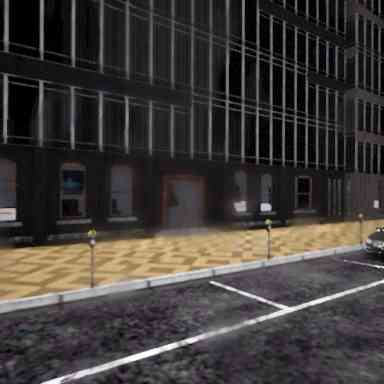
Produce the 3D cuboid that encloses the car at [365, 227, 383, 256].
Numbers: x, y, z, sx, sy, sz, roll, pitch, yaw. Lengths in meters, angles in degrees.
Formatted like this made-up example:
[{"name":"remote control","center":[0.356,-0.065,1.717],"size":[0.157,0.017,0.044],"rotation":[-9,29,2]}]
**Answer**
[{"name":"car","center":[8.167,1.670,12.394],"size":[4.403,1.369,2.008],"rotation":[1,0,-36]}]
